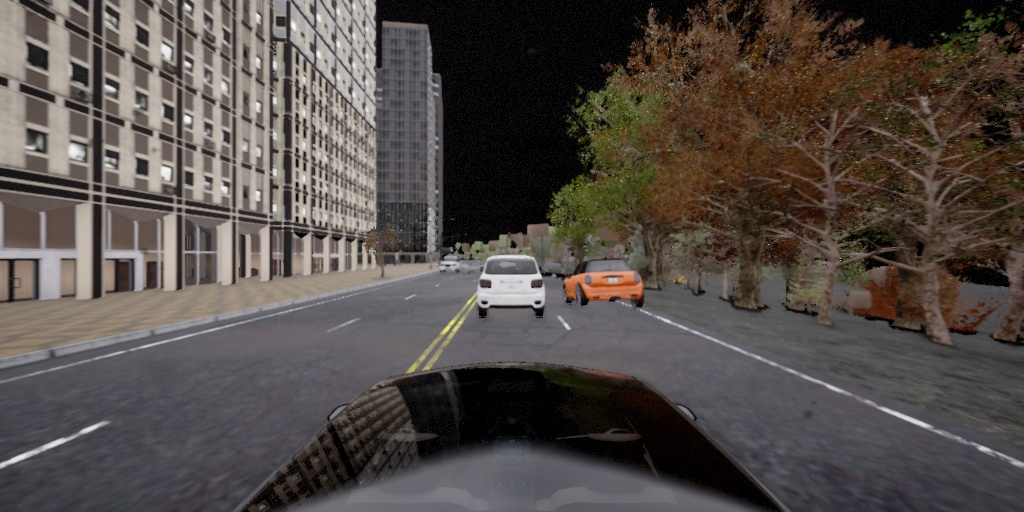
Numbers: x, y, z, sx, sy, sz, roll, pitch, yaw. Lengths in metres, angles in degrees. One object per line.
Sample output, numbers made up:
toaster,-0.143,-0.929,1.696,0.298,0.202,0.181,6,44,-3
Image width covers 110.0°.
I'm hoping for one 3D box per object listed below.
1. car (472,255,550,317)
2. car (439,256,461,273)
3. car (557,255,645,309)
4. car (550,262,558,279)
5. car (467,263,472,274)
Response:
car,-0.031,0.996,13.332,2.150,2.045,5.566,0,0,0
car,-7.660,1.066,44.784,2.150,2.045,5.566,0,0,-3
car,3.206,0.966,13.525,2.097,1.767,4.553,-2,-5,-1
car,3.010,1.155,28.072,1.895,1.301,4.718,6,-1,-1
car,-4.301,1.437,42.414,1.895,1.301,4.718,0,0,-3
